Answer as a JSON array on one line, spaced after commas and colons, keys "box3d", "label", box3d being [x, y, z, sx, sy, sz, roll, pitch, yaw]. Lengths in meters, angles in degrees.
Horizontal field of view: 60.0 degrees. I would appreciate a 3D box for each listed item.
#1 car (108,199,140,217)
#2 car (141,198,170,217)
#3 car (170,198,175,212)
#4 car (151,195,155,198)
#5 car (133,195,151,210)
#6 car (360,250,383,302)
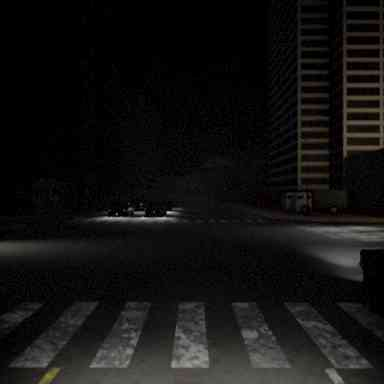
[{"box3d": [-7.085, 1.694, 33.966, 2.033, 1.411, 5.357, 0, 0, 0], "label": "car"}, {"box3d": [-3.582, 1.649, 33.652, 1.837, 1.490, 4.892, 0, 0, 0], "label": "car"}, {"box3d": [-3.582, 1.747, 42.566, 1.994, 1.385, 4.181, 0, 0, 0], "label": "car"}, {"box3d": [-7.041, 1.453, 53.947, 2.150, 2.045, 5.566, 0, 0, 0], "label": "car"}, {"box3d": [-7.081, 1.539, 43.400, 2.097, 1.767, 4.553, 0, 0, 0], "label": "car"}, {"box3d": [4.425, 1.622, 5.955, 1.895, 1.301, 4.718, 0, 0, 16], "label": "car"}]
